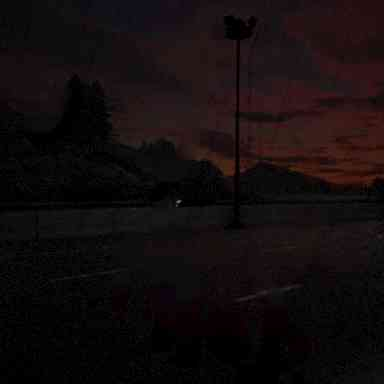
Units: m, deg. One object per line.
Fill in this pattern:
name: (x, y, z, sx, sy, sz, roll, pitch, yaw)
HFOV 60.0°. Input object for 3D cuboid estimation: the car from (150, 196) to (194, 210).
car: (-2.148, 1.139, 35.755, 4.181, 1.385, 1.994, 0, 1, -30)

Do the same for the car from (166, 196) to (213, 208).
car: (-0.072, 0.898, 32.912, 4.553, 1.767, 2.097, 0, 1, -30)
